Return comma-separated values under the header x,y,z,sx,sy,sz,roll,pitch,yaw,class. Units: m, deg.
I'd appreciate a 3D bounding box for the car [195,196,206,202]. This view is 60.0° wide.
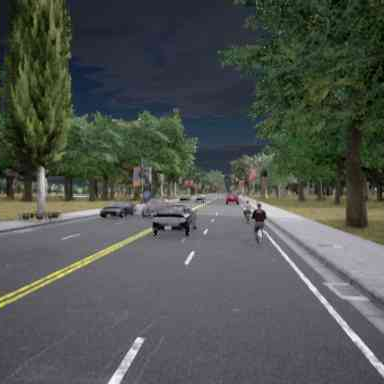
x,y,z,sx,sy,sz,roll,pitch,yaw,class
1.787,1.453,70.174,1.895,1.301,4.718,0,0,7,car

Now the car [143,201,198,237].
x,y,z,sx,sy,sz,roll,pitch,yaw,class
-0.832,1.454,17.978,2.128,1.511,4.902,0,0,7,car

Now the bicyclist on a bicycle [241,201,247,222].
x,y,z,sx,sy,sz,roll,pitch,yaw,class
3.836,1.389,23.022,0.866,1.612,1.509,0,0,6,bicyclist on a bicycle

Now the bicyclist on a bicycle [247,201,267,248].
x,y,z,sx,sy,sz,roll,pitch,yaw,class
2.740,1.342,13.643,0.659,1.776,1.843,0,0,7,bicyclist on a bicycle

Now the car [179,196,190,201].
x,y,z,sx,sy,sz,roll,pitch,yaw,class
-1.489,1.454,70.133,1.895,1.301,4.718,0,0,7,car

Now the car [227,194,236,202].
x,y,z,sx,sy,sz,roll,pitch,yaw,class
8.729,1.332,73.657,1.882,1.535,5.008,0,0,7,car

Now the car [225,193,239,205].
x,y,z,sx,sy,sz,roll,pitch,yaw,class
7.056,1.103,58.214,2.150,2.045,5.566,0,0,7,car

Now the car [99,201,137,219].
x,y,z,sx,sy,sz,roll,pitch,yaw,class
-6.302,1.486,29.076,2.033,1.411,5.357,0,0,7,car

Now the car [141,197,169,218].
x,y,z,sx,sy,sz,roll,pitch,yaw,class
-2.997,1.291,29.358,2.097,1.767,4.553,0,0,7,car
